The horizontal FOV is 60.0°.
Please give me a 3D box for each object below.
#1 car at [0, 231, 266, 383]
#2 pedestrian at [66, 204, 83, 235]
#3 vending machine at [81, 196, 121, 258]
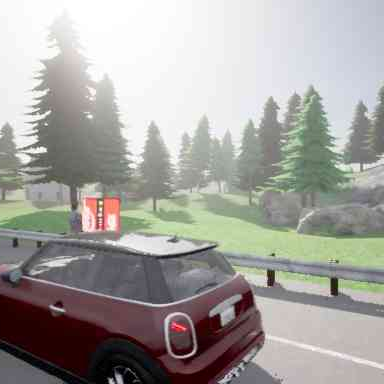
[{"bbox_3d":[-1.370,1.353,4.784,4.553,1.767,2.097,0,0,34],"label":"car"},{"bbox_3d":[-4.206,1.294,11.939,0.375,1.860,0.375,0,0,32],"label":"pedestrian"},{"bbox_3d":[-3.292,1.195,12.045,0.880,2.100,1.100,0,0,33],"label":"vending machine"}]
